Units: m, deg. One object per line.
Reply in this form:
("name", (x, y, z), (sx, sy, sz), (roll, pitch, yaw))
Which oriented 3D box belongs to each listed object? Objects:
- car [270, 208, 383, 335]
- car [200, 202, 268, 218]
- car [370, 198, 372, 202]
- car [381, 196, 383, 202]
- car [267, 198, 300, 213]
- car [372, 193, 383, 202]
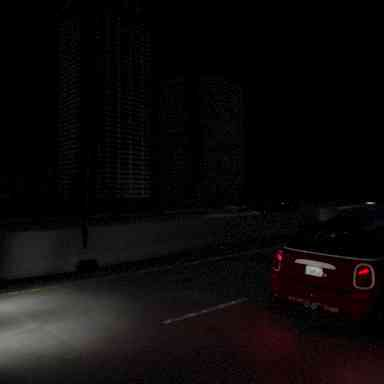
("car", (3.701, 1.348, 6.961), (4.553, 1.767, 2.097), (0, 0, -39))
("car", (2.376, 1.540, 20.069), (4.674, 1.442, 1.812), (0, 0, -45))
("car", (38.613, 1.482, 68.956), (2.033, 1.411, 5.357), (0, 0, 43))
("car", (30.567, 1.551, 50.054), (1.895, 1.301, 4.718), (0, 0, 43))
("car", (7.433, 1.556, 30.342), (2.033, 1.411, 5.357), (0, 0, 43))
("car", (34.524, 1.171, 59.404), (2.150, 2.045, 5.566), (0, 0, 43))
